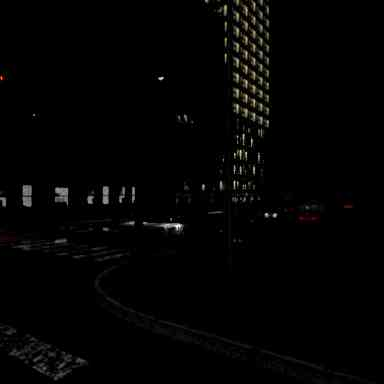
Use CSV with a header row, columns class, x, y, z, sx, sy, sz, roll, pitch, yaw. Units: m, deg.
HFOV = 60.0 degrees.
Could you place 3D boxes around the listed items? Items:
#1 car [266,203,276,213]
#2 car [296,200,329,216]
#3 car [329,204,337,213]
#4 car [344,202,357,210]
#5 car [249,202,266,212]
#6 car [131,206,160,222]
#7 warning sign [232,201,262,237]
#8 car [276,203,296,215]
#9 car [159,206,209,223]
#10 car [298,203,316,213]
class,x,y,z,sx,sy,sz,roll,pitch,yaw
car,12.930,2.463,51.335,2.033,1.411,5.357,0,-1,33
car,16.032,2.065,44.041,2.150,2.045,5.566,0,-1,35
car,21.755,2.596,53.030,1.994,1.385,4.181,0,-1,33
car,31.303,2.789,65.816,1.882,1.535,5.008,0,-1,33
car,9.262,2.389,51.667,1.837,1.490,4.892,0,-2,33
car,-3.434,2.011,31.995,2.033,1.411,5.357,0,-1,33
warning sign,3.068,1.454,18.571,1.300,1.860,1.060,1,1,33
car,13.730,2.418,46.440,1.994,1.385,4.181,0,-1,33
car,-0.351,2.026,30.780,2.033,1.411,5.357,0,-1,33
car,19.019,2.554,54.785,1.812,1.442,4.674,0,-1,33
